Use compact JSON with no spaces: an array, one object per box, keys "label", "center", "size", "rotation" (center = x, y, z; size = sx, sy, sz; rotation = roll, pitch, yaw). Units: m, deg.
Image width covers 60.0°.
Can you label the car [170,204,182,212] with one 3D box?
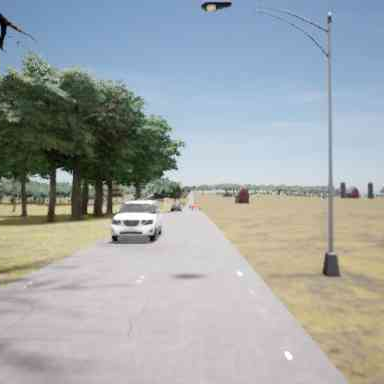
[{"label":"car","center":[-2.796,2.836,59.621],"size":[2.033,1.411,5.357],"rotation":[0,-2,1]}]

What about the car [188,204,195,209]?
[{"label":"car","center":[-0.034,4.035,94.701],"size":[1.895,1.301,4.718],"rotation":[0,-2,0]}]

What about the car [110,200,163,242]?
[{"label":"car","center":[-2.857,1.473,18.296],"size":[2.150,2.045,5.566],"rotation":[0,-1,0]}]

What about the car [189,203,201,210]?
[{"label":"car","center":[0.935,3.217,75.854],"size":[2.097,1.767,4.553],"rotation":[0,-2,0]}]
